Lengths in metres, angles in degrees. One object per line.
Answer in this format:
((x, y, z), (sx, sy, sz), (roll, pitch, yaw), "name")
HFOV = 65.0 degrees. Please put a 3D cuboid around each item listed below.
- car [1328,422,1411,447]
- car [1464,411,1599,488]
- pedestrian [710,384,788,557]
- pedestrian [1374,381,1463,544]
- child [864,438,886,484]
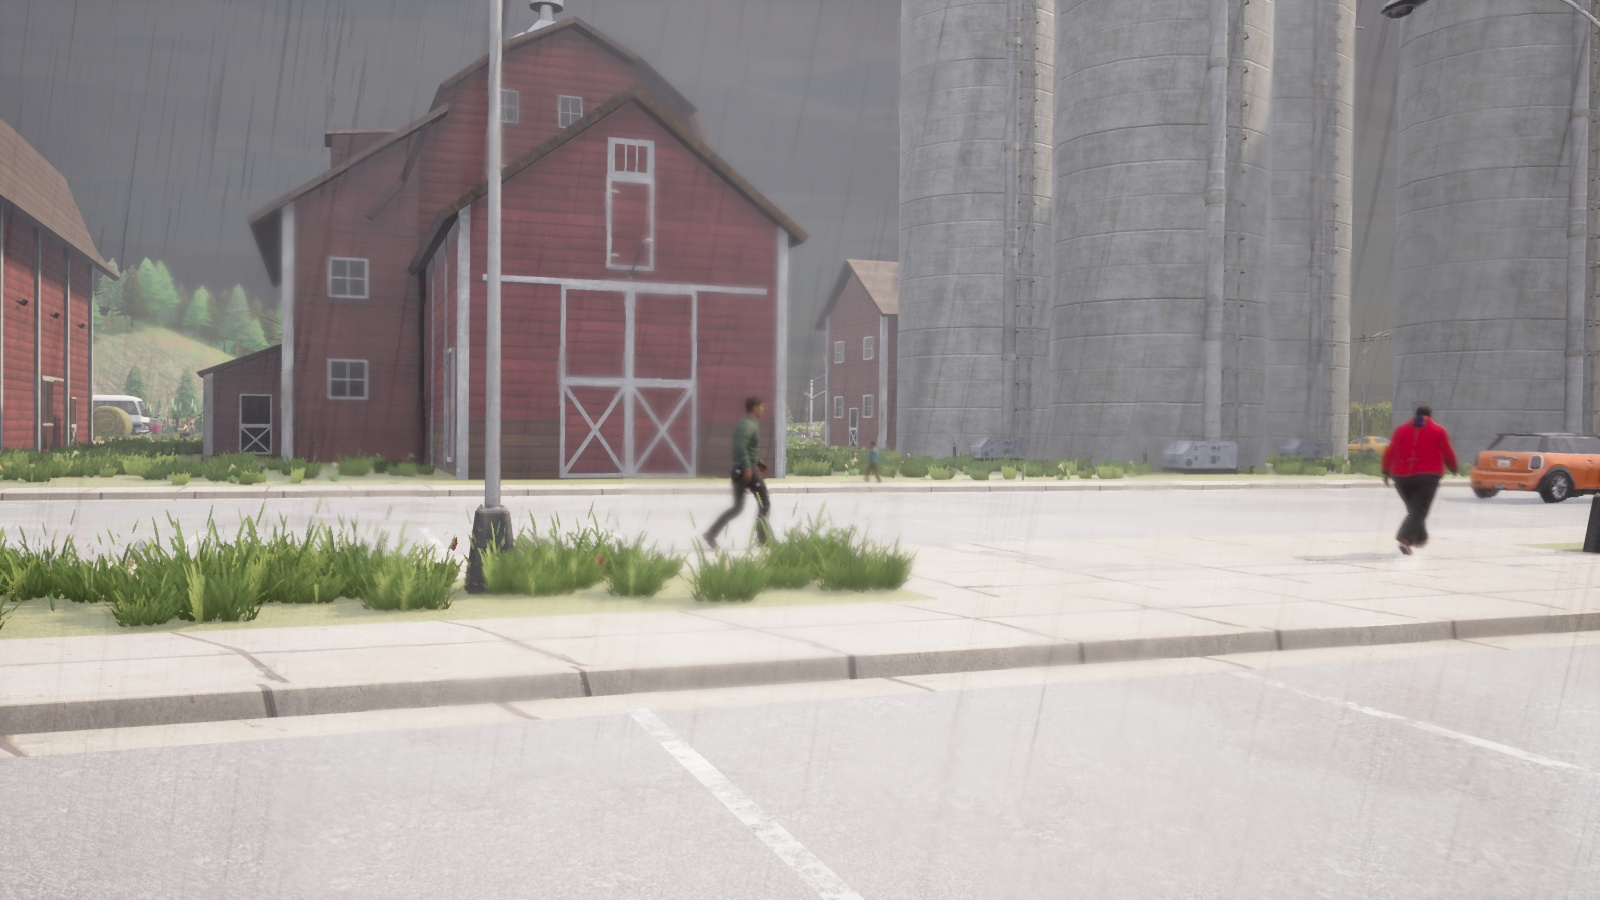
((37.977, -1.038, 83.901), (1.801, 1.575, 5.366), (-1, 1, -20), "car")
((18.893, -0.049, 30.824), (4.553, 1.767, 2.097), (-1, 1, -21), "car")
((-0.586, 0.225, 14.449), (0.788, 1.949, 0.423), (-1, 1, -21), "pedestrian")
((7.275, 0.132, 14.762), (0.899, 1.844, 0.634), (-1, 1, -41), "pedestrian")
((1.963, 0.276, 32.963), (0.448, 1.192, 0.343), (-1, 1, -21), "child")
